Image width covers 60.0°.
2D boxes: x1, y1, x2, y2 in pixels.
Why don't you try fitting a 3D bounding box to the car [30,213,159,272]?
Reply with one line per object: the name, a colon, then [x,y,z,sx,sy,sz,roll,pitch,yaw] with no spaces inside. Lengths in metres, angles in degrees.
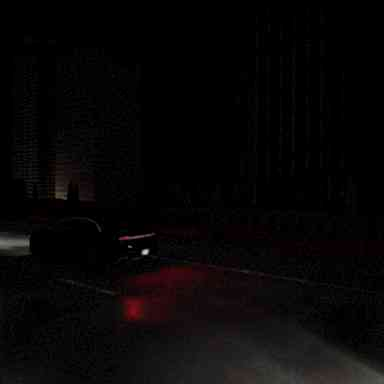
car: [-3.258,1.429,10.614,4.902,1.511,2.128,0,0,36]
